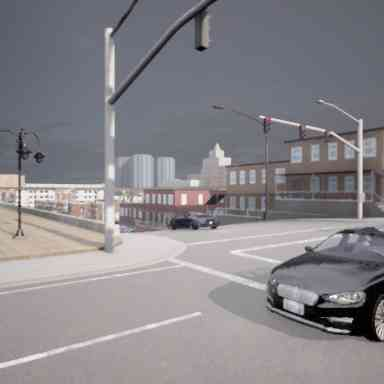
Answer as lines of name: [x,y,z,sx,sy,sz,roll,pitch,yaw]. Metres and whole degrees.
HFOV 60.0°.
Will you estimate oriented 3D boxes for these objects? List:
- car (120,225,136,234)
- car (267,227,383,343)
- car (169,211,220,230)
car: [-7.593,4.160,34.616,1.812,1.442,4.674,0,-12,-36]
car: [3.551,1.492,6.538,4.902,1.511,2.128,0,0,-36]
car: [0.085,2.061,24.197,1.994,1.385,4.181,0,-4,-36]
